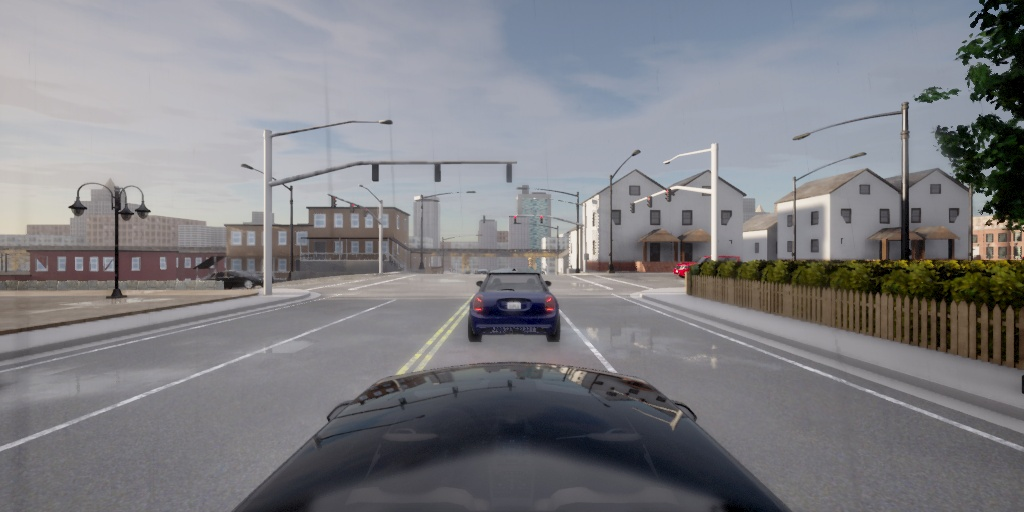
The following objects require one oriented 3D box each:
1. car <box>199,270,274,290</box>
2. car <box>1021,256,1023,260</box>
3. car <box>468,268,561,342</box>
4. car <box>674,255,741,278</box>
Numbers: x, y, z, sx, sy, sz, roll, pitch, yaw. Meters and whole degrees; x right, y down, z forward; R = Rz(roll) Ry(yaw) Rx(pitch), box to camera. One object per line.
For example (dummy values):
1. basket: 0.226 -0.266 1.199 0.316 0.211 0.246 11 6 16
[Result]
1. car: -20.509 1.789 26.749 4.892 1.490 1.837 -5 0 -1
2. car: 42.784 0.971 27.774 5.566 2.045 2.150 0 0 -1
3. car: 0.055 1.102 9.942 2.097 1.767 4.553 0 0 0
4. car: 17.042 0.971 31.060 5.566 2.045 2.150 0 0 -1
